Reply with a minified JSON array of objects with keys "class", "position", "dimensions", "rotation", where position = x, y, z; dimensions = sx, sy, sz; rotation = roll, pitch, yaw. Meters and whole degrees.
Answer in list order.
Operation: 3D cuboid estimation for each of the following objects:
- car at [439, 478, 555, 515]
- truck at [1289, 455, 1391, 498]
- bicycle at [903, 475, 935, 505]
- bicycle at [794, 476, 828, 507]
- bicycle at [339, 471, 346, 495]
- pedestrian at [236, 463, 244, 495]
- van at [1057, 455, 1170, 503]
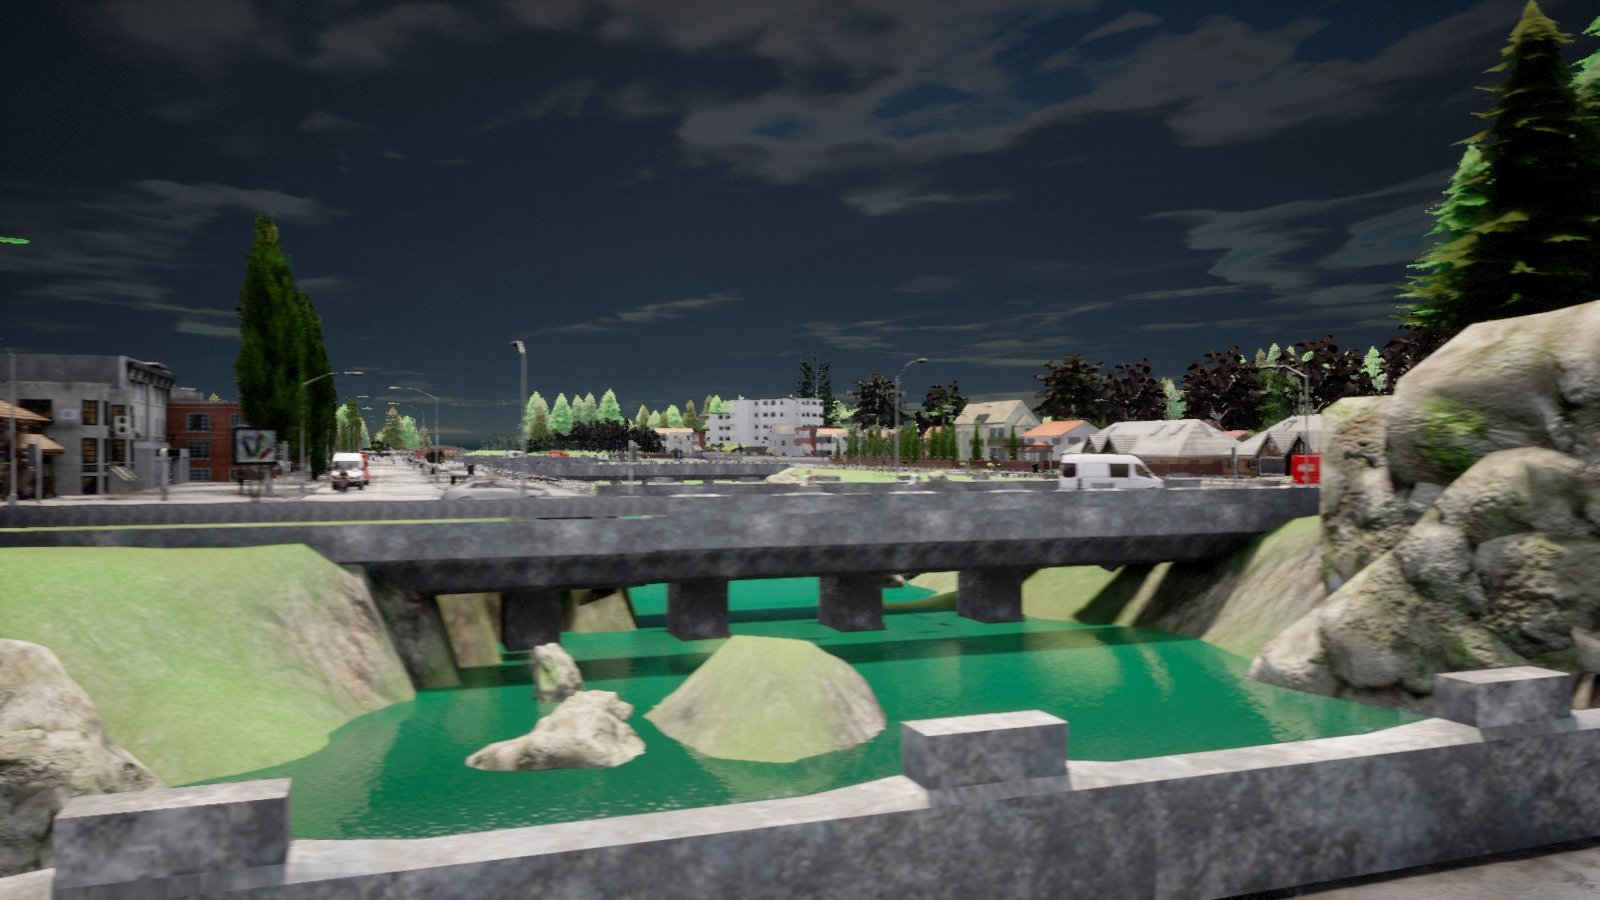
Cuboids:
[{"class":"car","position":[-13.683,2.048,51.551],"dimensions":[4.902,1.511,2.128],"rotation":[0,0,-20]},{"class":"truck","position":[32.220,1.559,68.218],"dimensions":[5.204,2.467,2.627],"rotation":[1,0,-20]},{"class":"bicycle","position":[6.130,2.056,58.814],"dimensions":[1.643,1.496,0.373],"rotation":[1,0,-19]},{"class":"bicycle","position":[0.555,2.056,56.823],"dimensions":[1.643,1.496,0.373],"rotation":[0,0,-19]},{"class":"bicycle","position":[-28.723,2.060,71.762],"dimensions":[0.329,1.471,1.835],"rotation":[0,0,-20]},{"class":"pedestrian","position":[-33.673,1.745,68.737],"dimensions":[0.375,1.860,0.375],"rotation":[0,0,-18]},{"class":"van","position":[17.231,1.534,62.787],"dimensions":[5.915,2.561,1.988],"rotation":[0,0,-20]}]
